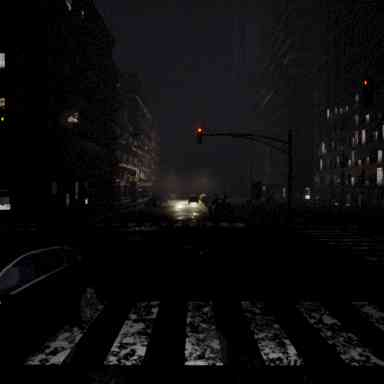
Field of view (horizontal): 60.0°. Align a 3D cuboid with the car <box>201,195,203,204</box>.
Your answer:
[{"bbox_3d":[2.797,1.490,52.564,1.887,1.381,4.507,-1,0,0],"label":"car"}]

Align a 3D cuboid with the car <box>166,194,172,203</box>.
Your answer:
[{"bbox_3d":[-5.517,1.470,63.847,1.887,1.381,4.507,-1,0,0],"label":"car"}]

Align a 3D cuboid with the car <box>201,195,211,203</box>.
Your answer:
[{"bbox_3d":[2.852,1.353,69.501,1.967,1.590,4.097,-1,0,0],"label":"car"}]

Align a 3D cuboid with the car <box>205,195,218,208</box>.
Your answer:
[{"bbox_3d":[2.746,1.410,35.626,1.967,1.590,4.097,-1,0,0],"label":"car"}]

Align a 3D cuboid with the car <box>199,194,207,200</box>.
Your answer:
[{"bbox_3d":[2.932,1.313,86.439,1.967,1.590,4.097,-1,0,0],"label":"car"}]

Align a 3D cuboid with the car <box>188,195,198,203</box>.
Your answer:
[{"bbox_3d":[0.231,1.427,71.100,2.128,1.511,4.902,0,0,0],"label":"car"}]

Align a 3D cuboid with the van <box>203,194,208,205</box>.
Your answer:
[{"bbox_3d":[2.778,1.295,46.918,1.690,1.788,3.998,-1,0,0],"label":"van"}]

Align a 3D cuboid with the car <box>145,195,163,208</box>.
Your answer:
[{"bbox_3d":[-5.566,1.520,46.910,1.947,1.339,4.313,-1,0,0],"label":"car"}]

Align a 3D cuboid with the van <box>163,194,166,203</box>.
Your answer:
[{"bbox_3d":[-5.553,1.287,52.555,1.690,1.788,3.998,-1,0,0],"label":"van"}]

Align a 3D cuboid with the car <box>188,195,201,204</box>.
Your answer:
[{"bbox_3d":[0.276,1.435,60.898,1.837,1.490,4.892,0,0,0],"label":"car"}]

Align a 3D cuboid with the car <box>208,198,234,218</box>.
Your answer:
[{"bbox_3d":[2.731,1.522,29.981,1.887,1.381,4.507,-1,0,0],"label":"car"}]

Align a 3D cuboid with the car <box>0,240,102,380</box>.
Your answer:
[{"bbox_3d":[-2.826,1.490,4.396,2.128,1.511,4.902,0,0,7],"label":"car"}]

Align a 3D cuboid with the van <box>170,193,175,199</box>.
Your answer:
[{"bbox_3d":[-5.487,1.242,75.141,1.690,1.788,3.998,-1,0,0],"label":"van"}]
